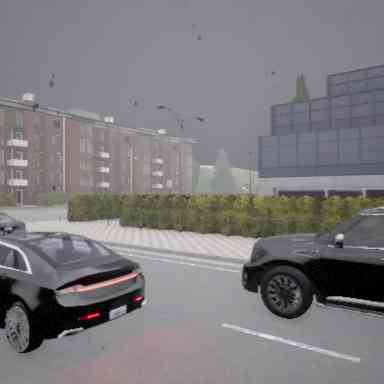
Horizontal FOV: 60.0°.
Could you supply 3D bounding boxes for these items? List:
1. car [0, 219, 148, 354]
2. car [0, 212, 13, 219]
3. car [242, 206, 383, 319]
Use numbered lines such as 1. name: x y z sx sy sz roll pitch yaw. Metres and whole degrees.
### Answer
1. car: -3.022 1.492 6.130 4.902 1.511 2.128 0 0 35
2. car: -9.550 1.547 15.034 5.357 1.411 2.033 0 0 35
3. car: 3.654 1.218 5.695 5.566 2.045 2.150 -1 0 35
